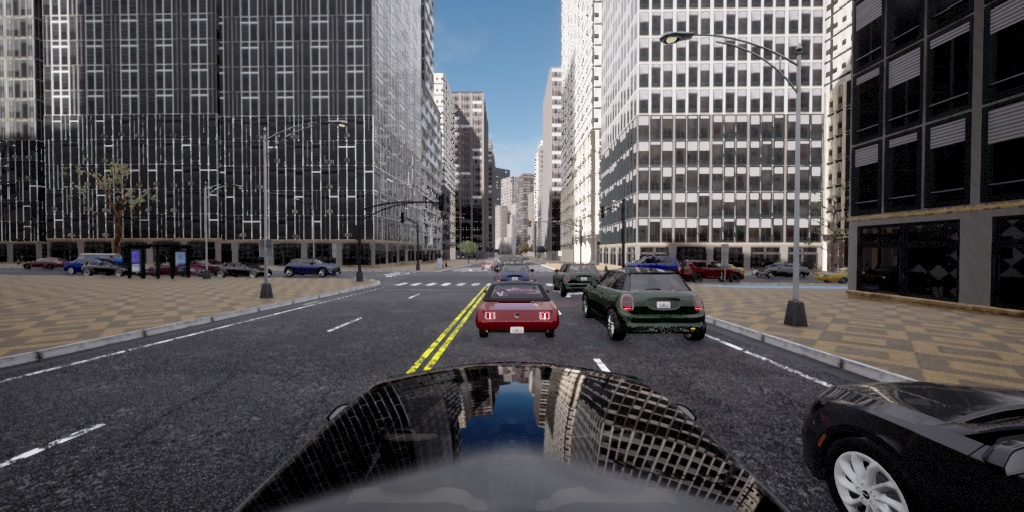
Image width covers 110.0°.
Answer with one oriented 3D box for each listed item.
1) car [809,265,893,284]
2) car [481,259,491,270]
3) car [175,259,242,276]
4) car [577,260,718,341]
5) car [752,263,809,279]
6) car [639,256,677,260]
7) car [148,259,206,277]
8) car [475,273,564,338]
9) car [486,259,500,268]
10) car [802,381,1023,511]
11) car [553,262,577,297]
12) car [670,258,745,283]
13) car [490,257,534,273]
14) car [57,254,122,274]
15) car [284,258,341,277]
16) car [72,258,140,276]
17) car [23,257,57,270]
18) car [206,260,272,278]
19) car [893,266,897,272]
[{"bbox_3d":[27.700,1.579,29.410,4.829,1.417,1.751,0,0,1],"label":"car"},{"bbox_3d":[-3.224,1.241,50.612,1.812,1.442,4.674,0,0,0],"label":"car"},{"bbox_3d":[-27.948,1.042,33.075,4.674,1.442,1.812,1,1,2],"label":"car"},{"bbox_3d":[3.359,1.098,10.045,2.097,1.767,4.553,0,0,0],"label":"car"},{"bbox_3d":[26.310,1.441,35.212,4.902,1.511,2.128,1,1,1],"label":"car"},{"bbox_3d":[13.654,1.058,35.536,5.566,2.045,2.150,1,1,3],"label":"car"},{"bbox_3d":[-28.355,1.139,30.391,4.207,1.307,1.802,0,0,1],"label":"car"},{"bbox_3d":[0.115,1.347,10.142,1.895,1.301,4.718,0,0,0],"label":"car"},{"bbox_3d":[-3.197,1.251,60.299,2.033,1.411,5.357,0,0,0],"label":"car"},{"bbox_3d":[3.342,1.255,0.990,1.837,1.490,4.892,0,0,0],"label":"car"},{"bbox_3d":[3.385,1.093,18.983,2.097,1.767,4.553,0,0,0],"label":"car"},{"bbox_3d":[16.253,1.269,29.632,5.009,1.841,2.192,0,0,1],"label":"car"},{"bbox_3d":[0.136,1.092,19.136,2.097,1.767,4.553,0,0,0],"label":"car"},{"bbox_3d":[-38.422,0.899,33.311,5.008,1.535,1.882,1,1,2],"label":"car"},{"bbox_3d":[-18.167,0.958,32.815,4.553,1.767,2.097,1,1,2],"label":"car"},{"bbox_3d":[-34.035,1.070,30.577,4.313,1.339,1.948,0,0,1],"label":"car"},{"bbox_3d":[-50.889,0.794,39.391,4.207,1.307,1.802,0,0,1],"label":"car"},{"bbox_3d":[-22.671,1.174,30.246,4.313,1.339,1.948,0,0,1],"label":"car"},{"bbox_3d":[33.170,1.684,29.304,4.207,1.307,1.802,0,0,1],"label":"car"}]
